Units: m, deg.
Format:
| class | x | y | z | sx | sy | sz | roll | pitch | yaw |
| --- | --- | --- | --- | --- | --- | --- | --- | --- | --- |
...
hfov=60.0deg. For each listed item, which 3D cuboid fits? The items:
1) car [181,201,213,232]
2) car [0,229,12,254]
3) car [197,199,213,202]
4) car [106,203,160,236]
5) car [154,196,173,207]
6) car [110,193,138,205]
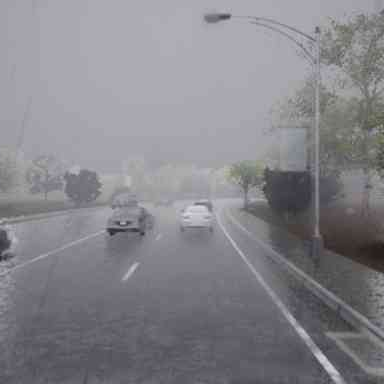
| class | x | y | z | sx | sy | sz | roll | pitch | yaw |
| --- | --- | --- | --- | --- | --- | --- | --- | --- | --- |
| car | 0.307 | 1.525 | 20.126 | 1.812 | 1.442 | 4.674 | 0 | 0 | 1 |
| car | -7.071 | 1.547 | 8.969 | 2.033 | 1.411 | 5.357 | 0 | 0 | 0 |
| car | 1.379 | 1.478 | 37.872 | 1.882 | 1.535 | 5.008 | 0 | 0 | 6 |
| car | -3.249 | 1.546 | 18.460 | 2.033 | 1.411 | 5.357 | 0 | 0 | 1 |
| car | -4.245 | 1.347 | 49.910 | 2.097 | 1.767 | 4.553 | 0 | 0 | 10 |
| car | -8.756 | 1.211 | 43.442 | 2.150 | 2.045 | 5.566 | 0 | 0 | 7 |
